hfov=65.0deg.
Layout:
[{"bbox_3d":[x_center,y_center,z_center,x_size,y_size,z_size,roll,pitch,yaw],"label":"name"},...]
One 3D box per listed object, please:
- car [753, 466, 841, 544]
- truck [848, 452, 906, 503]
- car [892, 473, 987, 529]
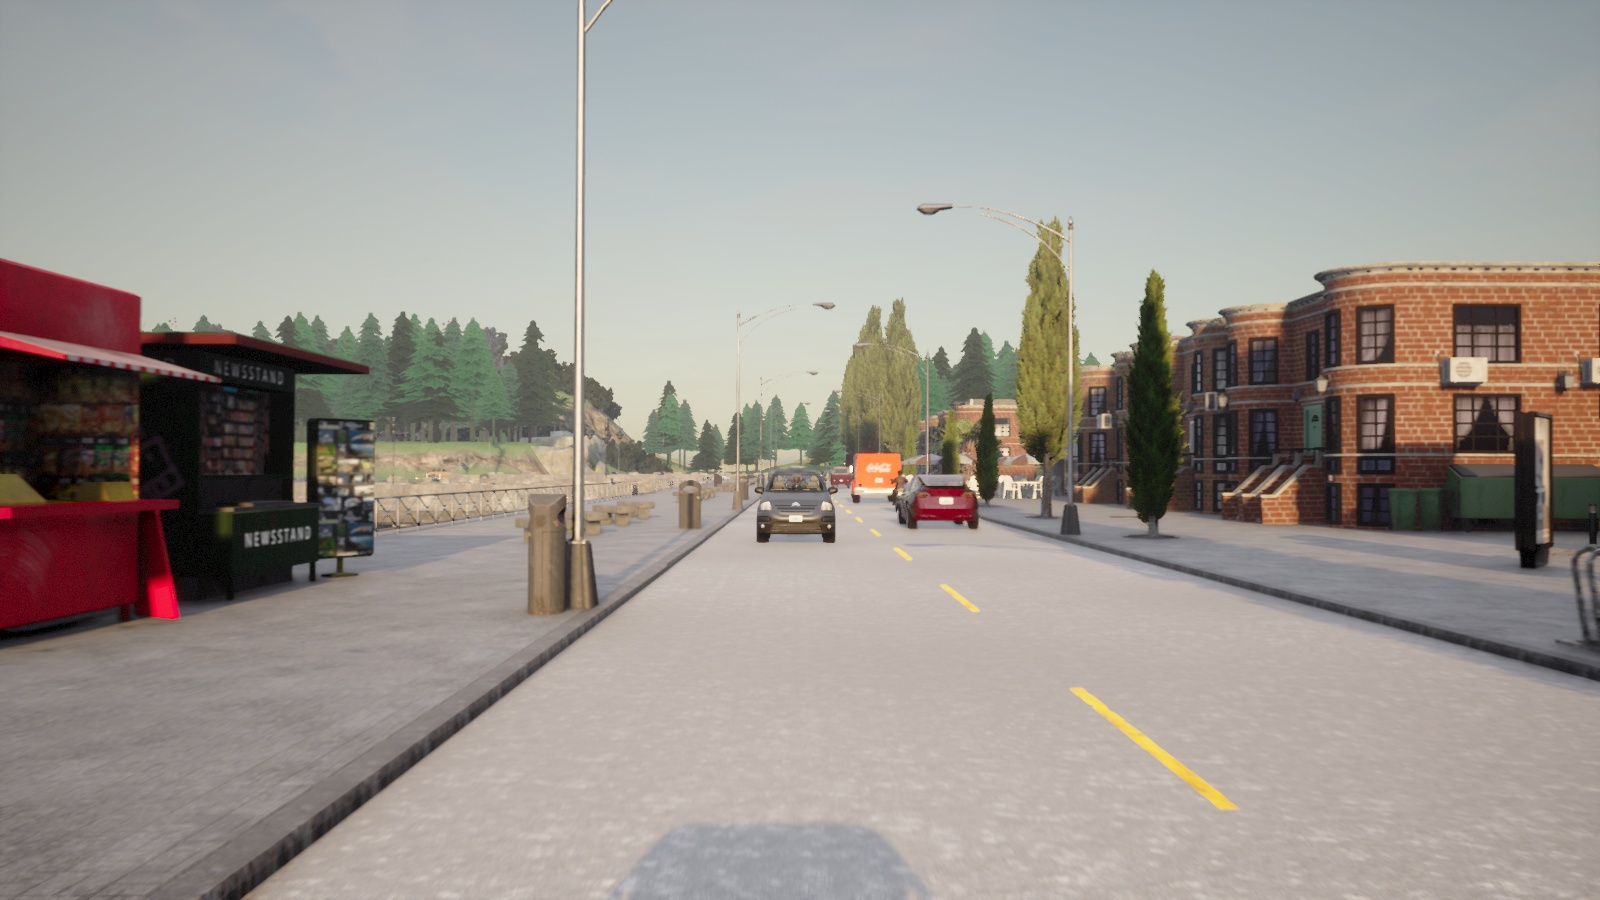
[{"bbox_3d":[-0.074,1.189,28.402,1.851,1.617,3.988,0,-1,0],"label":"car"},{"bbox_3d":[3.832,1.378,63.627,2.627,2.467,5.204,0,-1,0],"label":"truck"},{"bbox_3d":[3.906,1.401,35.967,2.163,1.488,4.792,0,-1,0],"label":"car"}]
